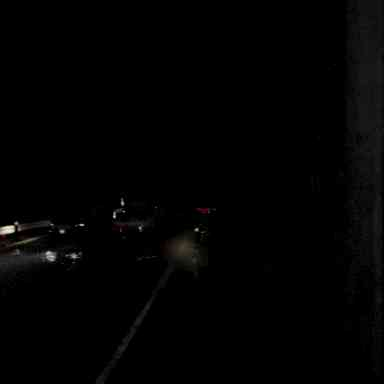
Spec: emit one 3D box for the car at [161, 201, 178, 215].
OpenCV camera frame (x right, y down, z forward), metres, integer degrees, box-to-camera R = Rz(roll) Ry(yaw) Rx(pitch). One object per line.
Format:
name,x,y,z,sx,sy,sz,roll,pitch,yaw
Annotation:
car,-2.860,1.760,37.395,1.882,1.535,5.008,1,-3,8

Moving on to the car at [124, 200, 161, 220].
car,-4.242,1.392,27.120,1.882,1.535,5.008,1,-1,7

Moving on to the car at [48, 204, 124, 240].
car,-5.394,1.404,16.857,2.128,1.511,4.902,1,1,6
